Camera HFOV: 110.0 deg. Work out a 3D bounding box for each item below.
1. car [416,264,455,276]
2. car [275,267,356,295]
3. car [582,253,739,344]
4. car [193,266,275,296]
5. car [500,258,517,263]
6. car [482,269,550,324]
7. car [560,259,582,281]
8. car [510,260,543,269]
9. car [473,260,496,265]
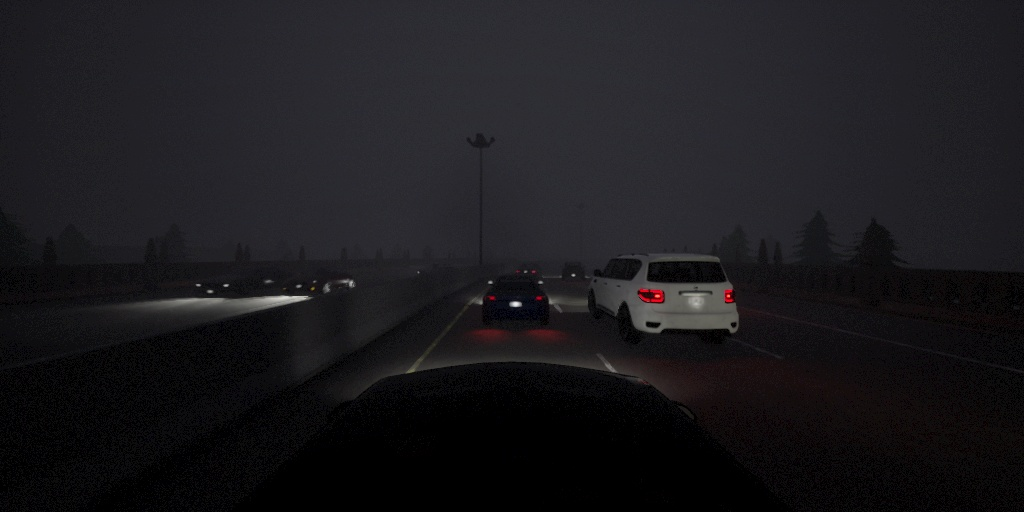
[{"bbox_3d":[-5.916,1.291,28.717,1.895,1.301,4.718,0,0,9],"label":"car"},{"bbox_3d":[-10.269,1.275,19.427,1.994,1.385,4.181,0,0,3],"label":"car"},{"bbox_3d":[3.600,0.954,9.689,2.150,2.045,5.566,0,0,0],"label":"car"},{"bbox_3d":[-13.864,1.259,19.248,2.033,1.411,5.357,0,0,3],"label":"car"},{"bbox_3d":[-0.402,1.132,58.860,1.837,1.490,4.892,0,0,26],"label":"car"},{"bbox_3d":[0.121,1.292,11.865,1.994,1.385,4.181,0,0,0],"label":"car"},{"bbox_3d":[5.073,1.193,29.631,1.837,1.490,4.892,0,0,10],"label":"car"},{"bbox_3d":[1.460,1.236,29.619,2.033,1.411,5.357,0,0,10],"label":"car"},{"bbox_3d":[-4.430,1.225,58.449,1.895,1.301,4.718,0,0,24],"label":"car"}]
